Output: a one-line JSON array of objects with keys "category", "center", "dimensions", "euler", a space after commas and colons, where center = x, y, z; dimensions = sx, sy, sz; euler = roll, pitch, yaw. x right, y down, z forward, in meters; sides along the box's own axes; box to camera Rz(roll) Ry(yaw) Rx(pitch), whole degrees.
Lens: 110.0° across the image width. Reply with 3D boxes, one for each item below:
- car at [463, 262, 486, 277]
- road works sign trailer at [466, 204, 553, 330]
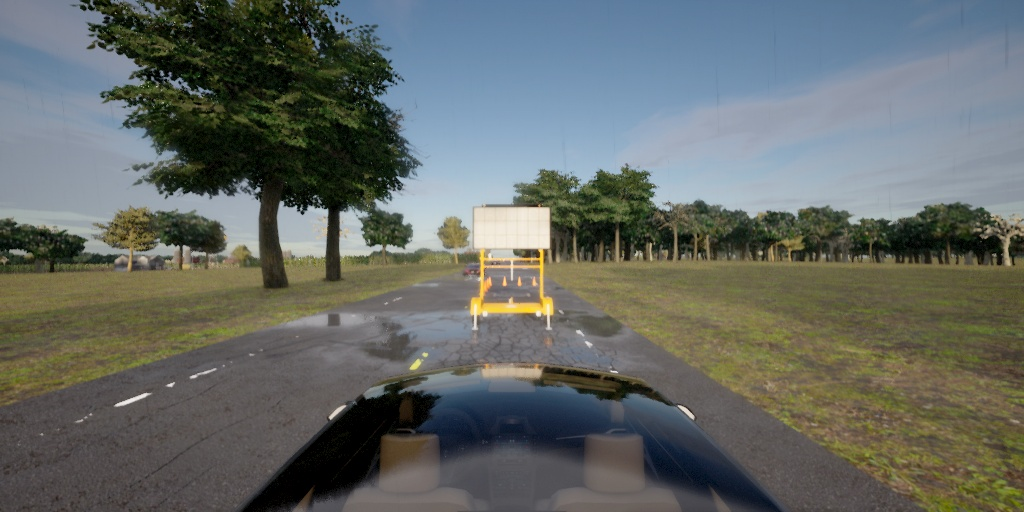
[{"category": "car", "center": [-3.606, 1.299, 34.978], "dimensions": [1.994, 1.385, 4.181], "euler": [0, 0, 0]}, {"category": "road works sign trailer", "center": [-0.003, 0.209, 11.127], "dimensions": [2.380, 3.560, 2.880], "euler": [0, 0, 0]}]
